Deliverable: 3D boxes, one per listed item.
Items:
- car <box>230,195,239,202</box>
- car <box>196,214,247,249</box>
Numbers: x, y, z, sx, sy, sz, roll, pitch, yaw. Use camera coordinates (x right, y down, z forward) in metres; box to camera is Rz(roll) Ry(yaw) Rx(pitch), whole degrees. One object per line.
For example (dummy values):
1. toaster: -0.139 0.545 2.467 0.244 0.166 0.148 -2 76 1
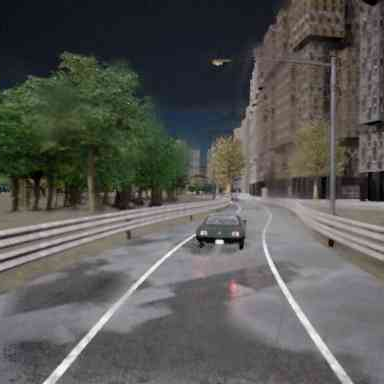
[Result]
1. car: 9.884 1.481 79.398 2.128 1.511 4.902 0 0 -5
2. car: 1.466 1.607 14.797 1.895 1.301 4.718 0 0 11
